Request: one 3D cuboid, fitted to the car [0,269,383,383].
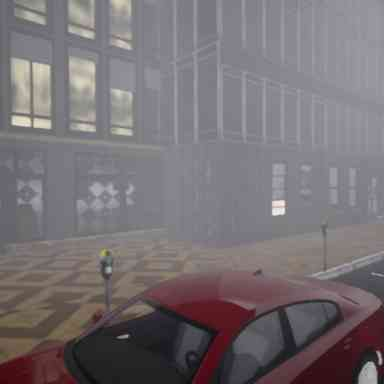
[{"bbox_3d":[0.118,1.494,2.928,4.507,1.381,1.887,-1,1,-41],"label":"car"}]
